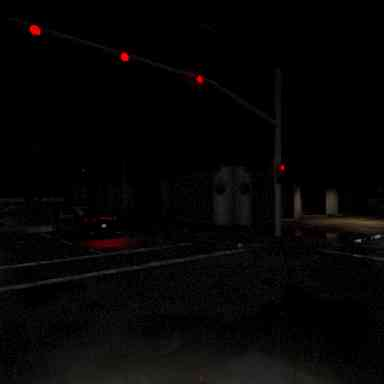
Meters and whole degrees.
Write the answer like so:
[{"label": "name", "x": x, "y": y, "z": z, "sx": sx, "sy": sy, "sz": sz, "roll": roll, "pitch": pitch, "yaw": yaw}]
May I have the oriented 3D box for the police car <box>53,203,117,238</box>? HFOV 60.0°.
[{"label": "police car", "x": -5.911, "y": 1.425, "z": 17.934, "sx": 1.930, "sy": 1.638, "sz": 5.238, "roll": 0, "pitch": 0, "yaw": -41}]
